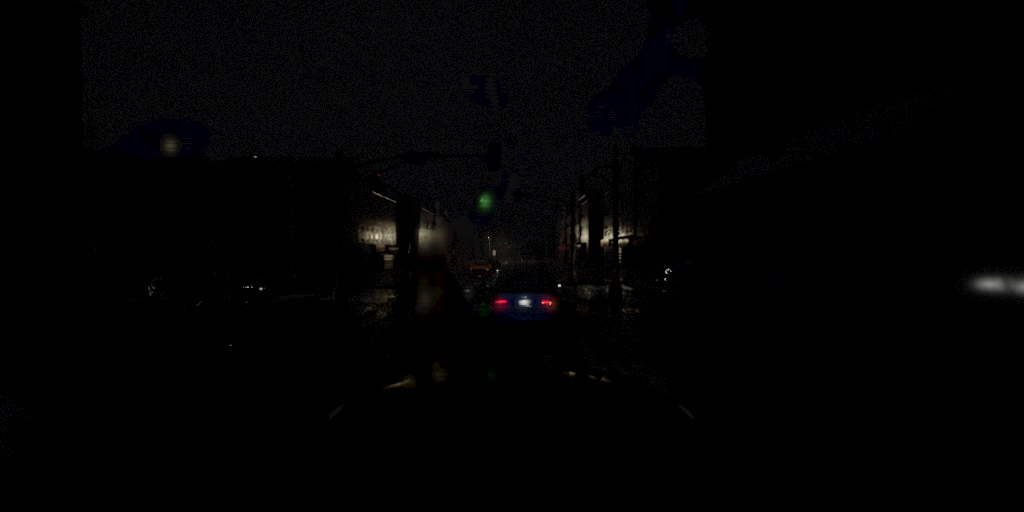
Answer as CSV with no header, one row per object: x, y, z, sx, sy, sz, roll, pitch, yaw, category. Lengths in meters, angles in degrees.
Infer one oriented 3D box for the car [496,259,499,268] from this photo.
-2.838,1.093,42.746,1.837,1.490,4.892,0,0,0,car

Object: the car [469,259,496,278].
-2.840,1.119,33.200,1.882,1.535,5.008,0,0,0,car

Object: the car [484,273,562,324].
0.645,1.285,12.018,2.033,1.411,5.357,0,0,7,car

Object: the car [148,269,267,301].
-14.793,1.398,17.598,4.892,1.490,1.837,0,1,-2,car

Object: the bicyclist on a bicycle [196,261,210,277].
-20.143,1.135,23.470,0.582,1.620,1.656,0,1,0,bicyclist on a bicycle

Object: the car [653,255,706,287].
10.579,0.757,20.651,4.553,1.767,2.097,-2,1,1,car
